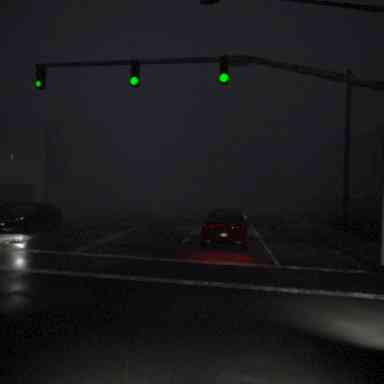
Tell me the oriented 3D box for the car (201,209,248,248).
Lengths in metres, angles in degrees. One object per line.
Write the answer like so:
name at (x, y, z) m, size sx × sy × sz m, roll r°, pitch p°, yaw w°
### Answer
car at (1.497, 1.504, 15.256) m, size 1.882 × 1.535 × 5.008 m, roll 1°, pitch 0°, yaw 6°

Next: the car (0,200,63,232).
car at (-8.824, 1.282, 18.275) m, size 1.812 × 1.442 × 4.674 m, roll 1°, pitch 0°, yaw 6°
